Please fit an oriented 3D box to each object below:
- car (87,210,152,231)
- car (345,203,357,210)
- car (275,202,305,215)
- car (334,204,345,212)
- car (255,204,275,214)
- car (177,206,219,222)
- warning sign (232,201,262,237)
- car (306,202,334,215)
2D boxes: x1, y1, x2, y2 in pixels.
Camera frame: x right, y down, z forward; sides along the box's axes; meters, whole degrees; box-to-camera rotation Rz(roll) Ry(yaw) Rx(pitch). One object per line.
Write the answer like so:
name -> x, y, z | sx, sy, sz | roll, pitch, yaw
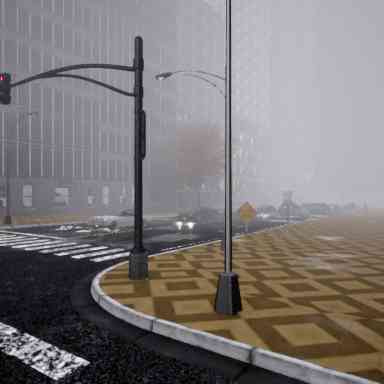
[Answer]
car -> -5.017, 1.925, 23.515 | 1.895, 1.301, 4.718 | 0, -1, 33
car -> 31.341, 2.837, 65.801 | 1.812, 1.442, 4.674 | 0, -1, 33
car -> 13.725, 2.205, 46.402 | 2.097, 1.767, 4.553 | 0, -1, 33
car -> 23.736, 2.640, 55.889 | 2.033, 1.411, 5.357 | 0, -1, 33
car -> 10.458, 2.399, 47.524 | 1.994, 1.385, 4.181 | 0, -1, 33
car -> 0.734, 2.062, 32.470 | 2.033, 1.411, 5.357 | 0, -1, 33
warning sign -> 3.066, 1.454, 18.581 | 1.300, 1.860, 1.060 | 1, 1, 33
car -> 18.280, 2.267, 47.391 | 2.097, 1.767, 4.553 | 0, -1, 33
